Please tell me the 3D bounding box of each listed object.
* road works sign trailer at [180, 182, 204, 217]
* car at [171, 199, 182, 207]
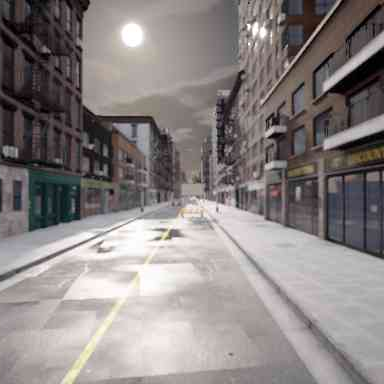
[{"bbox_3d":[0.006,0.794,34.418,2.380,3.560,2.880,0,-1,0],"label":"road works sign trailer"},{"bbox_3d":[-3.011,2.152,65.072,2.128,1.511,4.902,0,-1,1],"label":"car"}]
